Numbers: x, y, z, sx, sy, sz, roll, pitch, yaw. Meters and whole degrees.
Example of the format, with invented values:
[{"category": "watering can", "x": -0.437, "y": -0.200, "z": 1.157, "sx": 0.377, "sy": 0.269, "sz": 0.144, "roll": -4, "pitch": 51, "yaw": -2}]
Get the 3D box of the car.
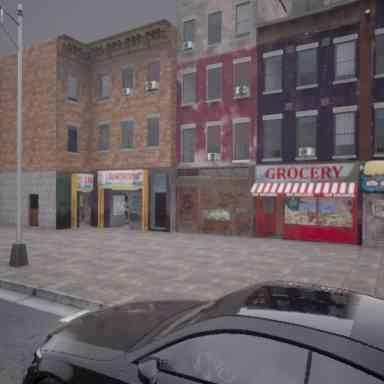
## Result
[{"category": "car", "x": 0.641, "y": 1.525, "z": 2.713, "sx": 4.674, "sy": 1.442, "sz": 1.812, "roll": 0, "pitch": 0, "yaw": 31}]
